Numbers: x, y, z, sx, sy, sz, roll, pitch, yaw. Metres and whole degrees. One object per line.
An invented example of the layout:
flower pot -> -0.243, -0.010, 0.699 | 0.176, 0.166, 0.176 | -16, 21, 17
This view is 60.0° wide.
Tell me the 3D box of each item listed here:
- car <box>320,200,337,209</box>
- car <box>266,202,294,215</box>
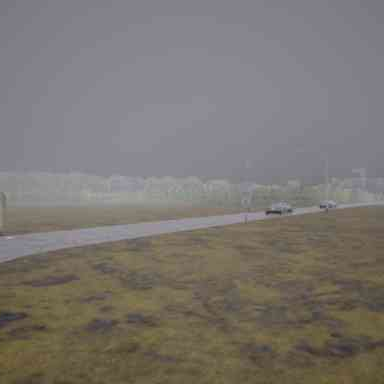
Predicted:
car -> 22.578, 2.029, 55.015 | 1.994, 1.385, 4.181 | -1, -1, 36
car -> 9.885, 1.817, 37.296 | 1.994, 1.385, 4.181 | -1, -1, 36
